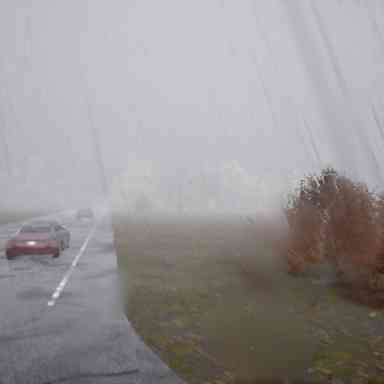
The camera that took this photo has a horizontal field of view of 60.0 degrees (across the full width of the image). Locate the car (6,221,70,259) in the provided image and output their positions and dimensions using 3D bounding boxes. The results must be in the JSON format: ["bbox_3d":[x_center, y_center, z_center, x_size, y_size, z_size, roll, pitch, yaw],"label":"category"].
[{"bbox_3d":[-6.525,1.949,14.455,1.994,1.385,4.181,1,-2,-14],"label":"car"}]

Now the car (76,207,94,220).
[{"bbox_3d":[-13.267,2.618,41.274,2.128,1.511,4.902,1,-2,-14],"label":"car"}]
